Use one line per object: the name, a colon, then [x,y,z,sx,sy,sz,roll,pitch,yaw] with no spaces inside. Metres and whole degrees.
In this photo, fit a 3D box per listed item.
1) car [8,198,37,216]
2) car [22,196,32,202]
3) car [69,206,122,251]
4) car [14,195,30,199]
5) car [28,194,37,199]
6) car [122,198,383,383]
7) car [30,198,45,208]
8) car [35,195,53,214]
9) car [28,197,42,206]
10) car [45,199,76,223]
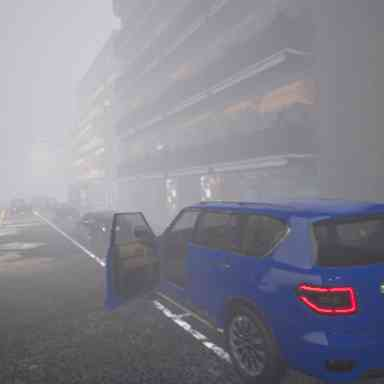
car: [-16.610,1.607,32.427,1.895,1.301,4.718,-2,1,-29]
car: [-39.460,1.600,79.331,1.947,1.339,4.313,-2,1,-29]
car: [-4.050,1.479,15.002,1.947,1.339,4.313,-2,1,-29]
car: [-21.681,1.502,41.451,1.882,1.535,5.008,-2,1,-29]
car: [-20.399,1.275,44.690,2.192,1.841,5.009,-2,1,-29]
car: [0.772,1.131,5.607,2.150,2.045,5.566,-2,1,-29]
car: [-23.117,1.551,49.640,1.802,1.307,4.206,-2,1,-29]
car: [-14.949,1.383,34.793,1.967,1.590,4.097,-2,1,-29]
car: [-25.841,1.559,54.589,1.802,1.307,4.206,-2,1,-29]
car: [-9.499,1.478,24.898,2.008,1.369,4.403,-2,1,-29]
